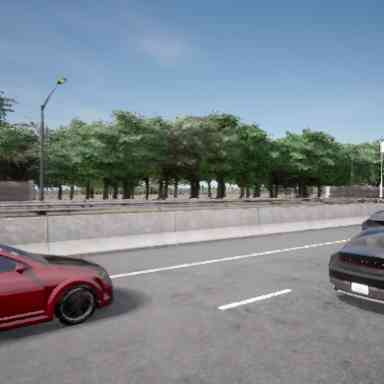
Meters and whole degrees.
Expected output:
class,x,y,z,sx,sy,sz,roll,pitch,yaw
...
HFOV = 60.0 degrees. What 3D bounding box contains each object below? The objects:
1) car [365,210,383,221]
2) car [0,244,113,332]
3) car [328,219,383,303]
class,x,y,z,sx,sy,sz,roll,pitch,yaw
car,9.521,1.513,14.963,4.892,1.490,1.837,0,0,-35
car,-3.513,1.564,5.664,4.181,1.385,1.994,0,0,-36
car,5.025,1.509,7.455,4.892,1.490,1.837,0,0,-36
